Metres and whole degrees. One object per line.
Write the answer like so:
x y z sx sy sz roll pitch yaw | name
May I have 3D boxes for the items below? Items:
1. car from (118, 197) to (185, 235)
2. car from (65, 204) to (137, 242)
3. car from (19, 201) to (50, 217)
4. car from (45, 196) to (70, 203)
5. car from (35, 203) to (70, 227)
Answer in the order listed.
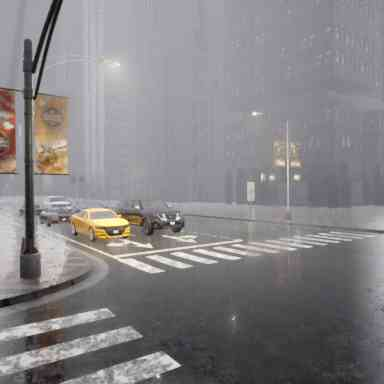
-2.717 1.355 20.181 2.150 2.045 5.566 -1 0 -37 | car
-5.030 1.637 17.858 1.882 1.535 5.008 -1 0 -35 | car
-16.135 1.882 33.605 1.895 1.301 4.718 -1 0 -35 | car
-15.679 1.496 38.615 2.150 2.045 5.566 -1 0 -35 | car
-10.205 1.781 25.208 1.994 1.385 4.181 -1 0 -35 | car
